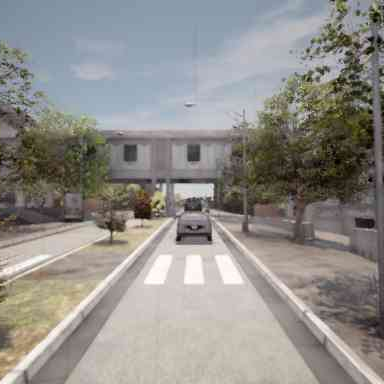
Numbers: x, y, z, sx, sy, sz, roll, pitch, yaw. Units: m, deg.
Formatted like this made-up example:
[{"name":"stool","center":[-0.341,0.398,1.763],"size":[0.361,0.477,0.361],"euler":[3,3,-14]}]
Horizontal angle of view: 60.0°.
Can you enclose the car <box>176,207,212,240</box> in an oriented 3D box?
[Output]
[{"name":"car","center":[0.100,1.737,18.032],"size":[2.033,1.411,5.357],"euler":[0,-1,0]}]

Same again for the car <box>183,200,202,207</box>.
[{"name":"car","center":[0.112,1.982,41.293],"size":[2.150,2.045,5.566],"euler":[0,-2,0]}]
